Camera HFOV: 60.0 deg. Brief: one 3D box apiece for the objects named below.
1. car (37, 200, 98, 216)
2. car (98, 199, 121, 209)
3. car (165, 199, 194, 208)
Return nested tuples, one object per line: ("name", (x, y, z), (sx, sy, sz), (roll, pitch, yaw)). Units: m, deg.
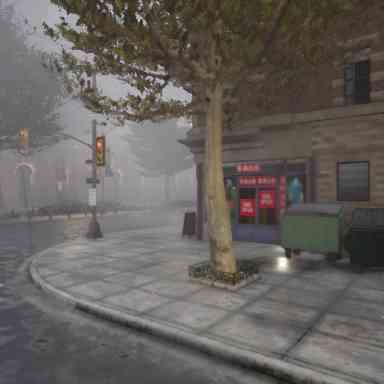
("car", (-12.510, 1.547, 33.171), (2.033, 1.411, 5.357), (0, 0, 36))
("car", (-12.005, 1.595, 45.138), (1.895, 1.301, 4.718), (0, 0, 36))
("car", (-1.749, 1.601, 47.895), (1.895, 1.301, 4.718), (0, 0, 36))
